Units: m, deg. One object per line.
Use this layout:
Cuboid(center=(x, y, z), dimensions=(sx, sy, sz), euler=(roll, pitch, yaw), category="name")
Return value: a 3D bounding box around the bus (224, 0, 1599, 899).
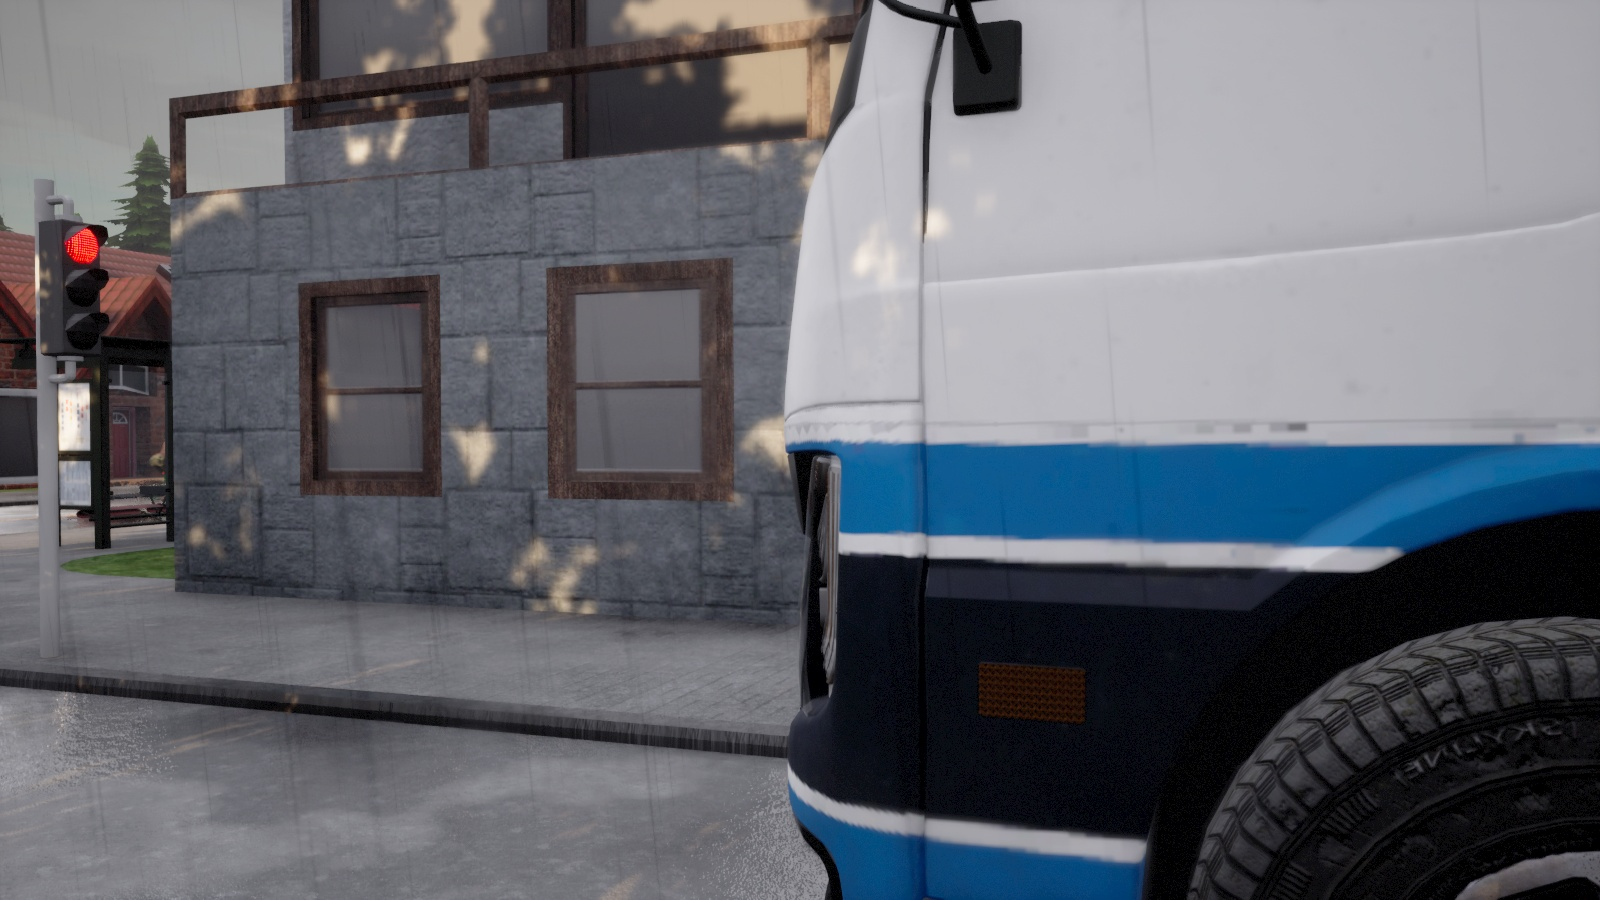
Cuboid(center=(4.544, -0.567, 2.134), dimensions=(10.273, 4.253, 3.944), euler=(1, 1, 21), category="bus")
